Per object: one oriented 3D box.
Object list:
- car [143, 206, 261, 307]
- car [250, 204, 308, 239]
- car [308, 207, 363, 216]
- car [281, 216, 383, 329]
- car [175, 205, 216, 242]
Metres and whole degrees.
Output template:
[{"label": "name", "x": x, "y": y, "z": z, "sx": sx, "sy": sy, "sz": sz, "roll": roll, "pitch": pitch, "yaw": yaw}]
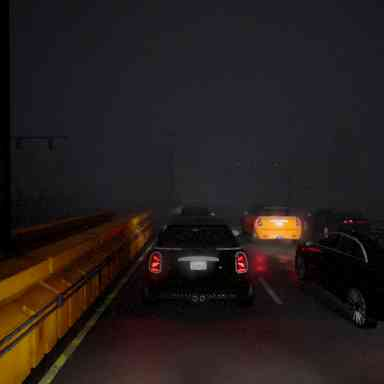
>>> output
[{"label": "car", "x": 0.123, "y": 1.352, "z": 8.138, "sx": 2.097, "sy": 1.767, "sz": 4.553, "roll": 0, "pitch": 0, "yaw": 0}, {"label": "car", "x": 3.651, "y": 1.352, "z": 16.009, "sx": 2.097, "sy": 1.767, "sz": 4.553, "roll": 0, "pitch": 0, "yaw": 0}, {"label": "car", "x": 7.153, "y": 1.505, "z": 16.879, "sx": 1.837, "sy": 1.490, "sz": 4.892, "roll": 0, "pitch": 0, "yaw": 0}, {"label": "car", "x": 3.620, "y": 1.492, "z": 6.898, "sx": 2.128, "sy": 1.511, "sz": 4.902, "roll": 0, "pitch": 0, "yaw": 0}, {"label": "car", "x": 0.154, "y": 1.505, "z": 17.313, "sx": 1.837, "sy": 1.490, "sz": 4.892, "roll": 0, "pitch": 0, "yaw": 0}]
